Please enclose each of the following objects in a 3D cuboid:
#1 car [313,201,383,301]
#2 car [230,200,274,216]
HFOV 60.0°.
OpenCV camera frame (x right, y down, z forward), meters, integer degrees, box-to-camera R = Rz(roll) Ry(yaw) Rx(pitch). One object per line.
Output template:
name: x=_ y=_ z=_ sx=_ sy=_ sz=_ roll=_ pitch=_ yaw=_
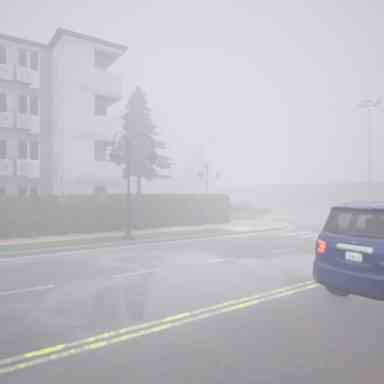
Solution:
car: x=5.015 y=1.226 z=7.371 sx=5.566 sy=2.045 sz=2.150 roll=0 pitch=0 yaw=-35
car: x=5.456 y=1.544 z=32.753 sx=2.033 sy=1.411 sz=5.357 roll=0 pitch=0 yaw=-35
